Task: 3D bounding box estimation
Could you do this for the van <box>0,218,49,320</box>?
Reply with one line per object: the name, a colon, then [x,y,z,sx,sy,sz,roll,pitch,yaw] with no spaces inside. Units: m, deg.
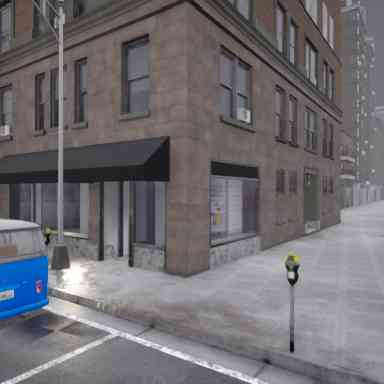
van: [-4.360,1.340,6.132,3.998,1.788,1.690,0,0,35]
